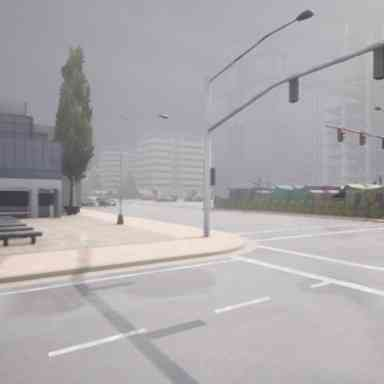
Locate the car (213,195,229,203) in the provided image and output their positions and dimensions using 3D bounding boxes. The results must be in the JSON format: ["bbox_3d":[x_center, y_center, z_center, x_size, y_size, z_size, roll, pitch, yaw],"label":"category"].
[{"bbox_3d":[5.817,1.534,64.158,3.866,1.878,1.905,1,0,-34],"label":"car"}]

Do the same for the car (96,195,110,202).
[{"bbox_3d":[-21.038,1.594,78.501,1.837,1.490,4.892,1,0,-34],"label":"car"}]

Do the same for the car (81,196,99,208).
[{"bbox_3d":[-16.764,1.501,52.429,2.097,1.767,4.553,1,0,-32],"label":"car"}]

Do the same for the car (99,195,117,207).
[{"bbox_3d":[-13.768,1.674,54.237,2.128,1.511,4.902,1,0,-32],"label":"car"}]

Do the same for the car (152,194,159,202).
[{"bbox_3d":[-6.760,1.536,82.837,4.605,1.855,1.932,1,0,-34],"label":"car"}]

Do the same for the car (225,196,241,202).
[{"bbox_3d":[10.805,1.934,87.929,3.806,1.475,1.970,1,0,-34],"label":"car"}]

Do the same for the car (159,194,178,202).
[{"bbox_3d":[-5.187,1.538,80.407,3.866,1.878,1.905,1,0,-34],"label":"car"}]

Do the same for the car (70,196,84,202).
[{"bbox_3d":[-29.138,1.703,84.194,1.882,1.535,5.008,1,0,-35],"label":"car"}]
